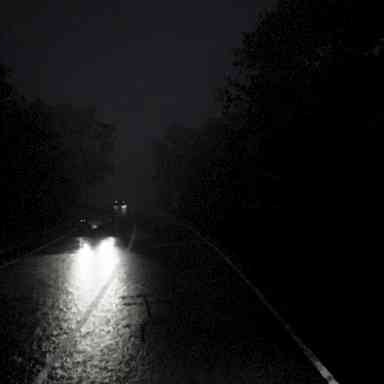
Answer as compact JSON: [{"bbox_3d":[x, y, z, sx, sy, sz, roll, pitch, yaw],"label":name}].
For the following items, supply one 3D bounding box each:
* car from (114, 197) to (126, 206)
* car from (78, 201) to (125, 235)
[{"bbox_3d":[-12.822,1.685,59.494,1.837,1.490,4.892,1,-2,-11],"label":"car"},{"bbox_3d":[-5.237,1.496,19.073,2.128,1.511,4.902,2,-1,-9],"label":"car"}]
